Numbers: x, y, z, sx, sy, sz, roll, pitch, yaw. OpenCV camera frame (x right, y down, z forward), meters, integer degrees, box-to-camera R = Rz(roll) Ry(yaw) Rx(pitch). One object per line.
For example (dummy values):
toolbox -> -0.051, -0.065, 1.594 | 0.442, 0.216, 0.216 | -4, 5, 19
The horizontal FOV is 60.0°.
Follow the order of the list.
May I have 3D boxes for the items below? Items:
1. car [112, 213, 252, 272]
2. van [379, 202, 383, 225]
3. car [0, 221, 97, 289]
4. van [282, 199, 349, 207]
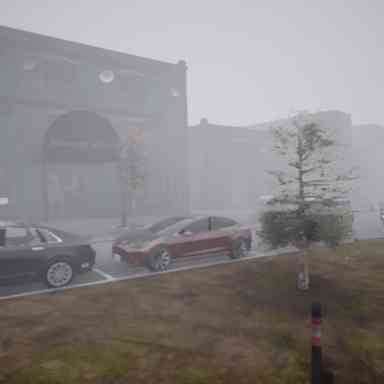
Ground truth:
car -> -0.142, 1.454, 10.622 | 4.792, 1.488, 2.163 | 1, 0, -37
van -> 13.157, 1.190, 20.327 | 4.442, 1.987, 1.878 | 1, 0, -38
car -> -4.625, 1.425, 7.417 | 4.892, 1.521, 2.231 | 1, 0, -37
van -> 5.153, 1.196, 14.413 | 4.442, 1.987, 1.878 | 1, 0, -38
